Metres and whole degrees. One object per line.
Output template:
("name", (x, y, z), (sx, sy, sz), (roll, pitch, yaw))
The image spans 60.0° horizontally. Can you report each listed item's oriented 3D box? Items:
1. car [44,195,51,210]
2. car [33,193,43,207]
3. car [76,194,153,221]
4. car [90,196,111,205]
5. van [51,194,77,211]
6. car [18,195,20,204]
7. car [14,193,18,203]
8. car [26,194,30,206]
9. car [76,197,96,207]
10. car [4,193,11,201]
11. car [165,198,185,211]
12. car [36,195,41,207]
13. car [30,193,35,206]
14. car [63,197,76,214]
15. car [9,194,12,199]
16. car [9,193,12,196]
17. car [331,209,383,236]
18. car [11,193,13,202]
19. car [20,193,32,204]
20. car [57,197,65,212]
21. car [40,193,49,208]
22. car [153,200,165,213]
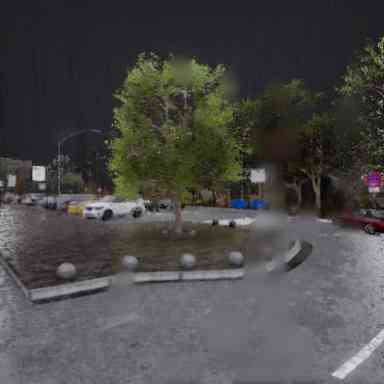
("car", (-14.699, 1.484, 40.294), (2.097, 1.535, 5.008), (0, 1, 36))
("car", (-19.703, 1.367, 47.799), (2.185, 1.767, 4.553), (0, 1, 36))
("car", (-6.322, 1.221, 27.807), (2.435, 2.045, 5.566), (0, 1, 36))
("car", (-16.637, 1.546, 60.087), (2.033, 1.411, 5.357), (0, 0, -34))
("van", (-13.100, 1.258, 37.700), (1.878, 1.987, 4.442), (0, 1, 36))
("car", (-27.966, 1.516, 60.408), (1.946, 1.575, 5.366), (-1, 0, 36))
("car", (-29.747, 1.279, 62.775), (2.435, 2.045, 5.566), (-1, 0, 36))
("car", (-23.053, 1.531, 52.795), (2.163, 1.488, 4.792), (-1, 0, 36))
("car", (-17.095, 1.523, 53.473), (1.837, 1.490, 4.892), (0, 0, -34))
("car", (-43.132, 1.627, 82.681), (2.231, 1.521, 4.892), (-1, 0, 36))
("car", (-2.701, 1.461, 39.489), (2.128, 1.511, 4.902), (0, 0, -34))
("car", (-18.055, 1.530, 45.282), (2.002, 1.452, 4.674), (-1, 0, 36))
("car", (-21.373, 1.371, 50.293), (2.185, 1.767, 4.553), (0, 1, 36))
("car", (-9.566, 1.471, 32.967), (1.946, 1.575, 5.366), (-1, 0, 36))
("car", (-36.408, 1.601, 72.751), (2.163, 1.488, 4.792), (-1, 0, 36))
("car", (-38.100, 1.625, 75.218), (2.002, 1.452, 4.674), (-1, 0, 36))
("car", (9.771, 1.590, 18.449), (1.895, 1.301, 4.718), (0, 0, -8))
("car", (-34.776, 1.436, 70.210), (2.185, 1.767, 4.553), (-1, 0, 36))
("car", (-24.724, 1.256, 55.287), (2.435, 2.045, 5.566), (-1, 0, 36))
("car", (-11.360, 1.519, 35.306), (2.002, 1.452, 4.674), (-1, 0, 36))
("car", (-16.408, 1.361, 42.764), (2.185, 1.767, 4.553), (-1, 0, 36))
("car", (-5.244, 1.456, 35.691), (1.882, 1.535, 5.008), (0, 0, -34))
